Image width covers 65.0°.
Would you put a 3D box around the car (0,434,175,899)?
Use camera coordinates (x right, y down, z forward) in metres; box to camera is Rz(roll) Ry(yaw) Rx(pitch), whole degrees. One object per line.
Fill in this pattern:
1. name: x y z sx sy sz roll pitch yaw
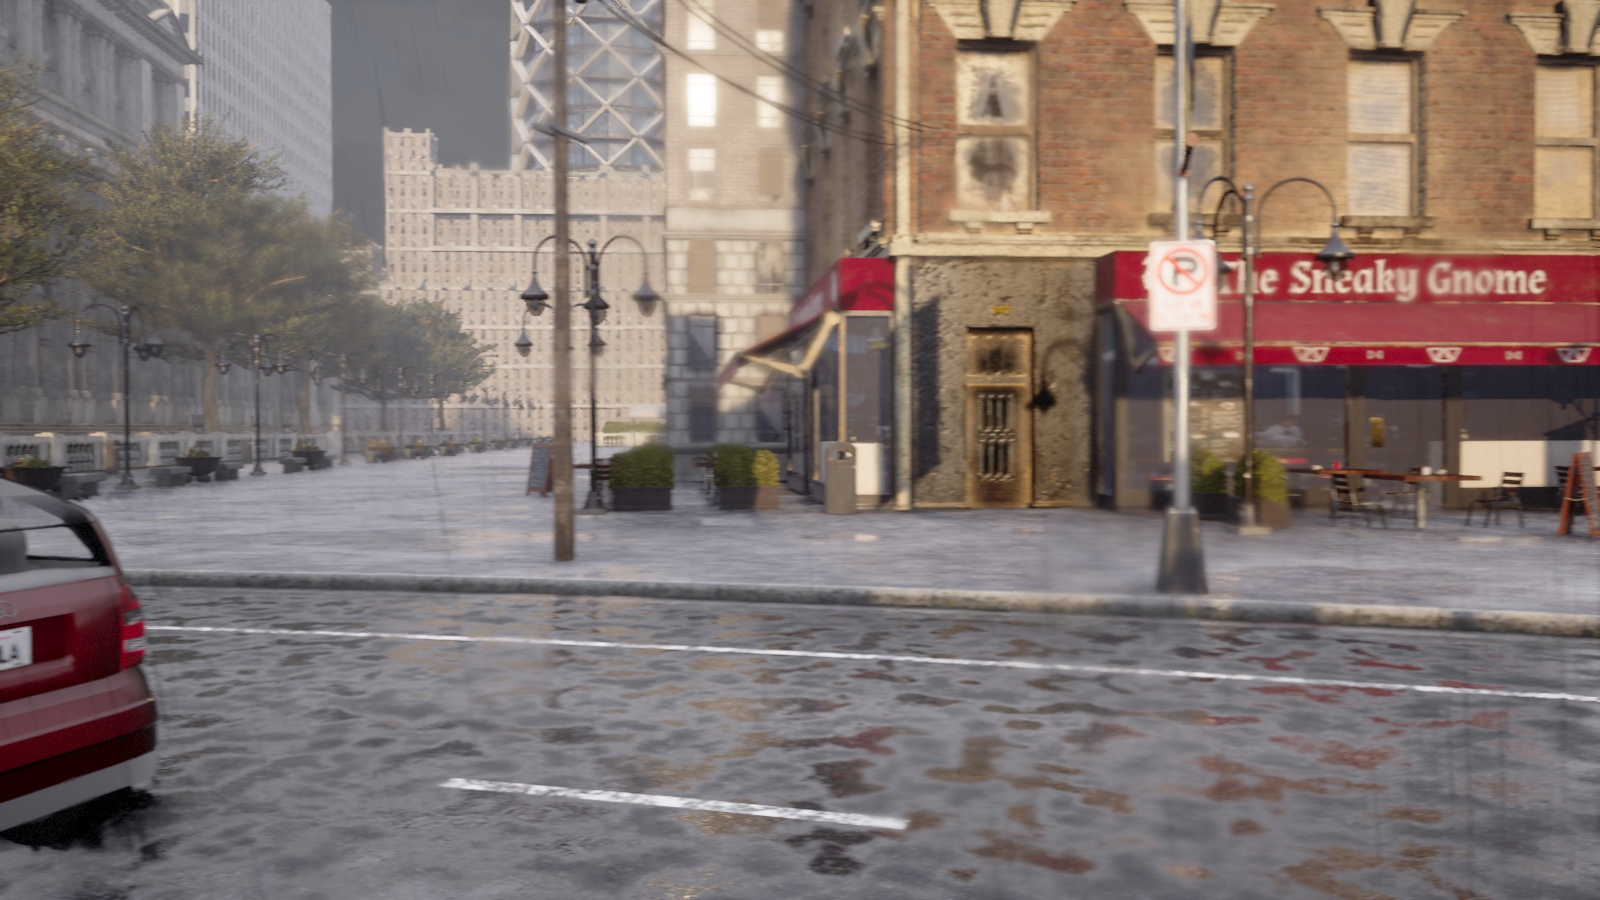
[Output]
1. car: -4.439 0.714 4.460 3.705 1.549 1.789 1 1 14
